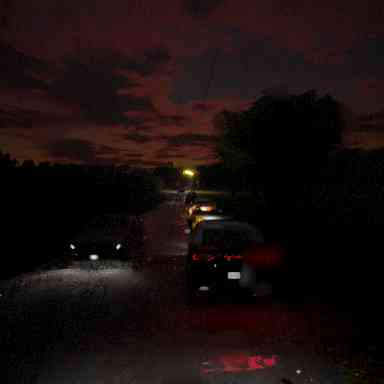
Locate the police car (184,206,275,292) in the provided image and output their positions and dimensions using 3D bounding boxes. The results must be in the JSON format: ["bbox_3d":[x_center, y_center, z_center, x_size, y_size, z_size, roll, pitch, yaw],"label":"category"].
[{"bbox_3d":[0.816,1.402,9.040,1.930,1.638,5.238,0,0,0],"label":"police car"}]

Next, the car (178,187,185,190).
[{"bbox_3d":[-2.833,-0.494,89.908,1.882,1.535,5.008,0,2,0],"label":"car"}]

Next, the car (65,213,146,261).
[{"bbox_3d":[-2.862,1.509,12.376,2.033,1.411,5.357,0,0,0],"label":"car"}]

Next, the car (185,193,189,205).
[{"bbox_3d":[-0.003,1.150,46.640,1.895,1.301,4.718,0,1,1],"label":"car"}]

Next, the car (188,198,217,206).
[{"bbox_3d":[0.807,1.368,19.120,1.801,1.575,5.366,0,1,0],"label":"car"}]

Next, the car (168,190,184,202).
[{"bbox_3d":[-2.890,0.820,55.869,2.128,1.511,4.902,0,2,0],"label":"car"}]

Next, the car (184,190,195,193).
[{"bbox_3d":[-0.061,0.574,65.745,2.033,1.411,5.357,0,2,0],"label":"car"}]

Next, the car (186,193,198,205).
[{"bbox_3d":[0.801,1.211,24.901,2.097,1.767,4.553,0,1,0],"label":"car"}]
